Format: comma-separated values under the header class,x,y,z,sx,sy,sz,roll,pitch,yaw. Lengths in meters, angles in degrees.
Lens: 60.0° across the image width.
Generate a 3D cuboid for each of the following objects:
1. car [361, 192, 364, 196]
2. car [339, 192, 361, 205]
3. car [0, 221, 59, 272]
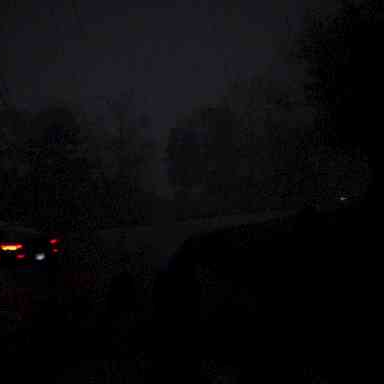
class,x,y,z,sx,sy,sz,roll,pitch,yaw
car,32.907,0.641,64.489,1.994,1.385,4.181,-1,2,33
car,24.218,1.132,51.822,2.128,1.511,4.902,-3,0,36
car,-6.099,1.644,10.392,4.674,1.442,1.812,-2,-1,33
